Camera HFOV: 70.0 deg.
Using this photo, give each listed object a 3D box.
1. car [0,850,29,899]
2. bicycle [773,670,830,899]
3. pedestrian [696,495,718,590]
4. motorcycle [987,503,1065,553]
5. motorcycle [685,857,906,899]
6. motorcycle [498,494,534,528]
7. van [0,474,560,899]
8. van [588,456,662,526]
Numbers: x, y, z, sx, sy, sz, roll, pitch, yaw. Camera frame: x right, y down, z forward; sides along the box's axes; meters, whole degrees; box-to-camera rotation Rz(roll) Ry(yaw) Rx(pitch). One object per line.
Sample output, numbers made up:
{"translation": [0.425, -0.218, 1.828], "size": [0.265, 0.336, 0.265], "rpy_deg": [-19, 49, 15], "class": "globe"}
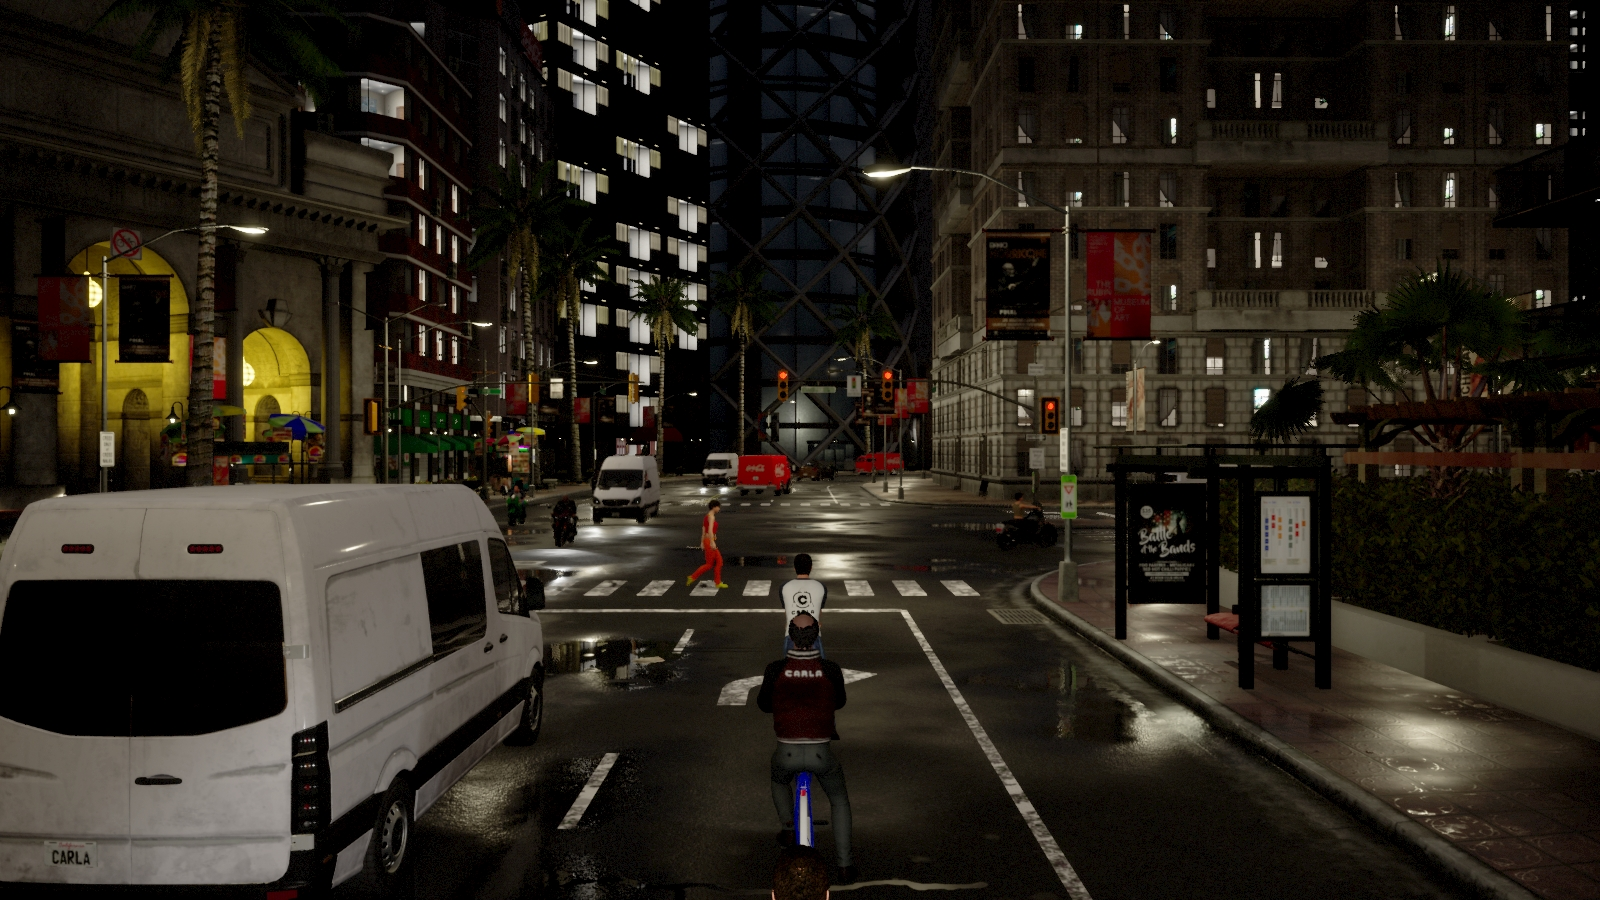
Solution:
{"translation": [-3.487, 2.120, 2.971], "size": [1.481, 1.376, 2.207], "rpy_deg": [0, 0, 0], "class": "car"}
{"translation": [0.008, 2.210, 7.501], "size": [0.329, 1.171, 1.835], "rpy_deg": [0, 0, 0], "class": "bicycle"}
{"translation": [-1.863, 1.849, 22.902], "size": [0.375, 1.860, 0.375], "rpy_deg": [0, 0, -13], "class": "pedestrian"}
{"translation": [6.372, 2.170, 32.130], "size": [2.356, 1.277, 0.764], "rpy_deg": [0, 0, -37], "class": "motorcycle"}
{"translation": [-0.018, 2.213, 3.585], "size": [0.803, 1.145, 2.033], "rpy_deg": [0, 0, 0], "class": "motorcycle"}
{"translation": [-10.388, 2.213, 41.901], "size": [0.803, 1.145, 2.033], "rpy_deg": [0, 0, 0], "class": "motorcycle"}
{"translation": [-3.525, 1.534, 8.973], "size": [1.988, 2.561, 5.915], "rpy_deg": [0, 0, 0], "class": "van"}
{"translation": [-6.864, 1.534, 45.407], "size": [1.988, 2.561, 5.915], "rpy_deg": [0, 0, 0], "class": "van"}
